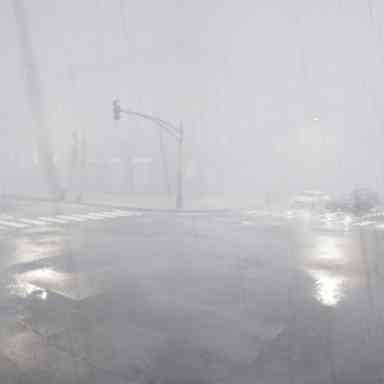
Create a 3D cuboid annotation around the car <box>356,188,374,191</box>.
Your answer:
[{"bbox_3d":[18.923,0.365,36.798,2.097,1.767,4.553,4,3,45],"label":"car"}]

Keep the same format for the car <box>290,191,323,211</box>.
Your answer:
[{"bbox_3d":[9.906,0.676,27.621,1.812,1.442,4.674,4,3,44],"label":"car"}]

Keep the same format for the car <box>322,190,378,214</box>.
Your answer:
[{"bbox_3d":[12.242,0.838,25.378,2.033,1.411,5.357,4,3,44],"label":"car"}]
